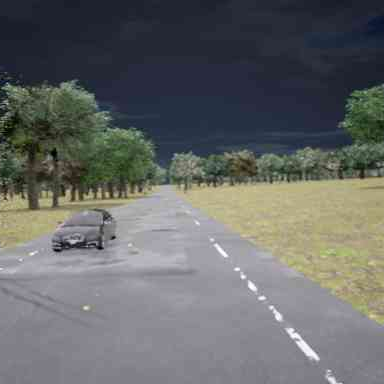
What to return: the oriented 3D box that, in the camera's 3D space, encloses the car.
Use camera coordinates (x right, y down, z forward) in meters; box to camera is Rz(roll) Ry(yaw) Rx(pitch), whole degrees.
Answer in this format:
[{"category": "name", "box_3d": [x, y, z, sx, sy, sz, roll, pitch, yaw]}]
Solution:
[{"category": "car", "box_3d": [-4.383, 1.519, 14.176, 1.837, 1.490, 4.892, -2, 1, -4]}]
